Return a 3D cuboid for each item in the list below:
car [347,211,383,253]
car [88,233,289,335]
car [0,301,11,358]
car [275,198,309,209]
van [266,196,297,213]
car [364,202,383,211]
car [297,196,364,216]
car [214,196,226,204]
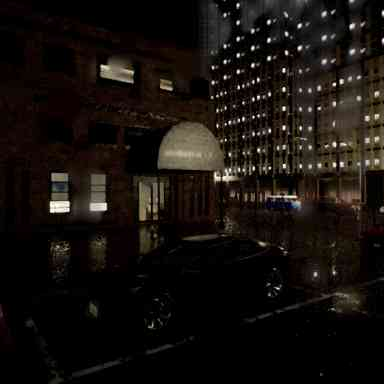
[{"bbox_3d":[7.999,1.542,12.407,4.507,1.381,1.887,0,0,-35],"label":"car"},{"bbox_3d":[0.153,1.565,6.741,4.313,1.339,1.947,0,0,-35],"label":"car"},{"bbox_3d":[-4.314,1.440,3.493,4.097,1.590,1.967,0,0,-35],"label":"car"},{"bbox_3d":[13.643,1.513,45.599,1.802,1.307,4.206,0,0,-35],"label":"car"},{"bbox_3d":[9.926,1.325,36.263,1.690,1.788,3.998,0,0,-35],"label":"van"},{"bbox_3d":[19.972,1.497,36.502,2.008,1.369,4.403,0,0,-35],"label":"car"},{"bbox_3d":[13.091,1.307,31.715,2.192,1.841,5.009,0,0,-35],"label":"car"},{"bbox_3d":[4.054,1.436,59.384,1.752,1.417,4.829,0,0,-35],"label":"car"}]
